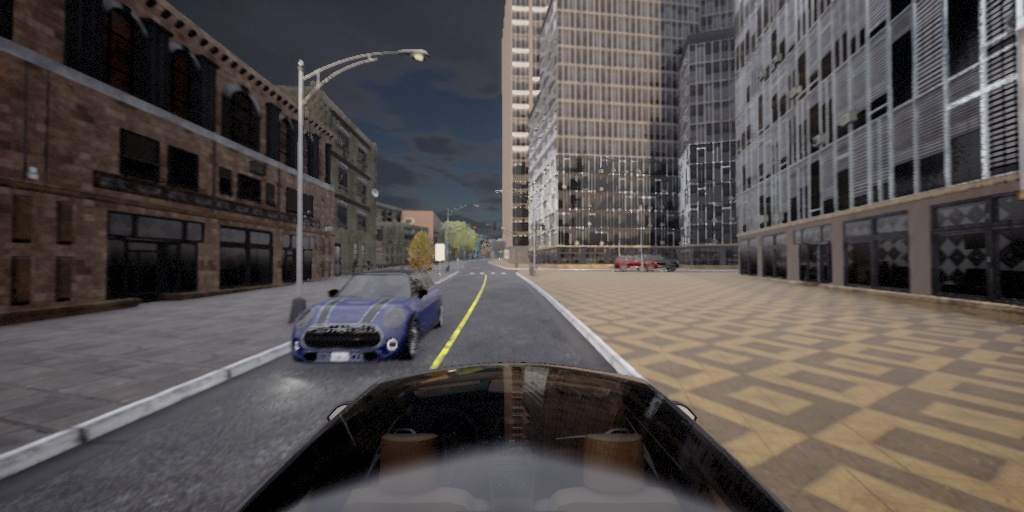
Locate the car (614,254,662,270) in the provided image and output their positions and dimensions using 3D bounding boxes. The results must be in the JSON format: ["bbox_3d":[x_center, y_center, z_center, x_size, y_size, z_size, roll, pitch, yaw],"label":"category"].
[{"bbox_3d":[14.715,0.893,42.735,5.009,1.841,2.192,0,0,16],"label":"car"}]

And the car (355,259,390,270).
[{"bbox_3d":[-21.816,1.278,56.149,5.008,1.535,1.882,1,0,16],"label":"car"}]

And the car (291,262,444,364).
[{"bbox_3d":[-2.931,1.101,8.280,2.097,1.767,4.553,0,0,-1],"label":"car"}]

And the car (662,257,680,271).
[{"bbox_3d":[17.831,0.809,44.653,5.566,2.045,2.150,0,-1,16],"label":"car"}]
